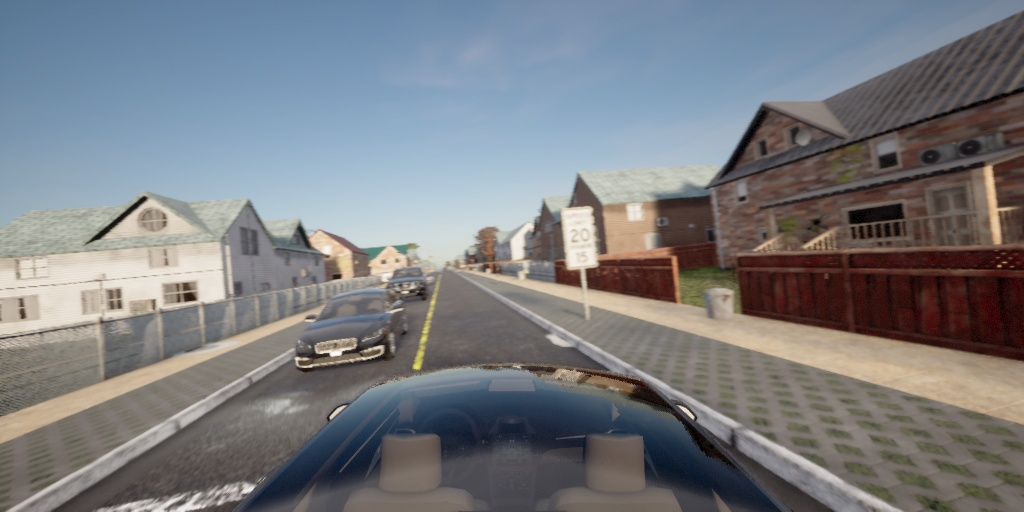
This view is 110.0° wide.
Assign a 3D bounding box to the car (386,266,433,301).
[{"bbox_3d":[-6.375,1.697,22.245,2.150,2.045,5.566,-6,0,-11],"label":"car"}]

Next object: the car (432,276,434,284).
[{"bbox_3d":[-9.189,2.449,37.323,1.895,1.301,4.718,-6,0,-10],"label":"car"}]

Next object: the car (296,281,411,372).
[{"bbox_3d":[-3.847,1.670,9.240,1.837,1.490,4.892,-6,0,-11],"label":"car"}]
